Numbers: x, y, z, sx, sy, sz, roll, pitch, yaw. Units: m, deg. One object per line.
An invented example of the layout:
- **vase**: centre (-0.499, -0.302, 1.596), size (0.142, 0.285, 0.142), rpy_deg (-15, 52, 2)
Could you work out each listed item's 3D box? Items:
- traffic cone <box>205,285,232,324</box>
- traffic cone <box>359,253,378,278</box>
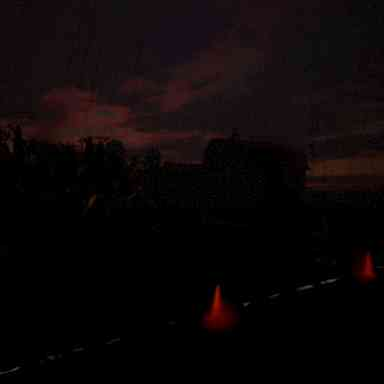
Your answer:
- **traffic cone**: centre (0.460, 1.925, 5.805), size (0.340, 0.580, 0.340), rpy_deg (-1, 0, -35)
- **traffic cone**: centre (4.596, 1.887, 8.661), size (0.340, 0.580, 0.340), rpy_deg (-1, 0, -34)
